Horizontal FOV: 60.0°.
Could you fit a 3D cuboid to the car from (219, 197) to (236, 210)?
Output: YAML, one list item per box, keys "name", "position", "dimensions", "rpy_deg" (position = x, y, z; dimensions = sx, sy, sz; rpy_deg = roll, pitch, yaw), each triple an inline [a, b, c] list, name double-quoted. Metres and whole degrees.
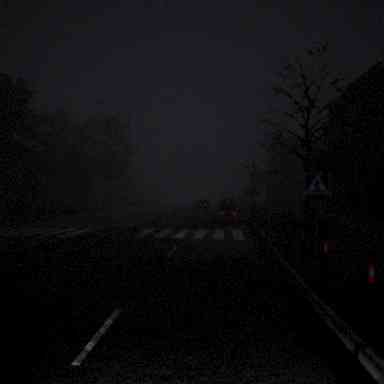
- name: "car"
  position: [4.750, 1.451, 44.132]
  dimensions: [2.097, 1.767, 4.553]
  rpy_deg: [0, 0, 7]

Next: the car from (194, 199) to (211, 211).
- name: "car"
  position: [1.356, 1.624, 43.199]
  dimensions: [2.033, 1.411, 5.357]
  rpy_deg: [0, 0, 7]
